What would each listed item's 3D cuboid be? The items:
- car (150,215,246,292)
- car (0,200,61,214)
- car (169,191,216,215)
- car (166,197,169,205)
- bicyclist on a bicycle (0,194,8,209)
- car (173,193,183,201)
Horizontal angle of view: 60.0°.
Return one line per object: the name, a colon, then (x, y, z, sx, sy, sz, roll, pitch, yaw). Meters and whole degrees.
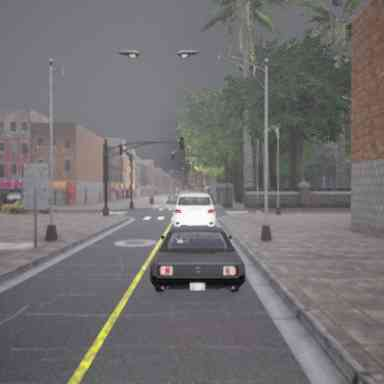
car: (0.111, 1.521, 8.631, 1.895, 1.301, 4.718, 0, 1, 0)
car: (-14.403, 1.290, 29.978, 4.829, 1.417, 1.752, 0, 1, 0)
car: (0.128, 1.057, 18.406, 2.150, 2.045, 5.566, 0, 0, 0)
car: (-2.774, 1.180, 49.610, 1.895, 1.301, 4.718, 0, 0, 0)
bicyclist on a bicycle: (-20.099, 1.037, 35.623, 0.582, 1.620, 1.656, 0, 1, 0)
car: (-2.691, 0.974, 65.624, 1.812, 1.442, 4.674, 0, 0, 1)
